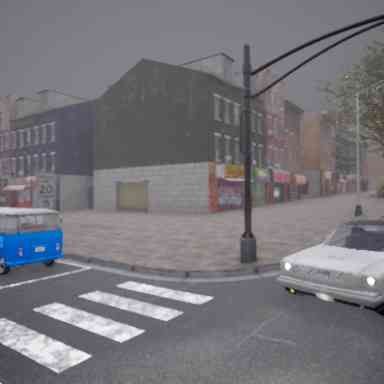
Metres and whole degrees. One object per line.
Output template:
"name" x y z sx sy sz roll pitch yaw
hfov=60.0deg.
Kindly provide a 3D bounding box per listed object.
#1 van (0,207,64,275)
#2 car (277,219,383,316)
"van" -5.701 1.368 10.311 3.998 1.788 1.690 0 0 36
"car" 3.834 1.322 7.018 4.718 1.301 1.895 -4 2 -42
